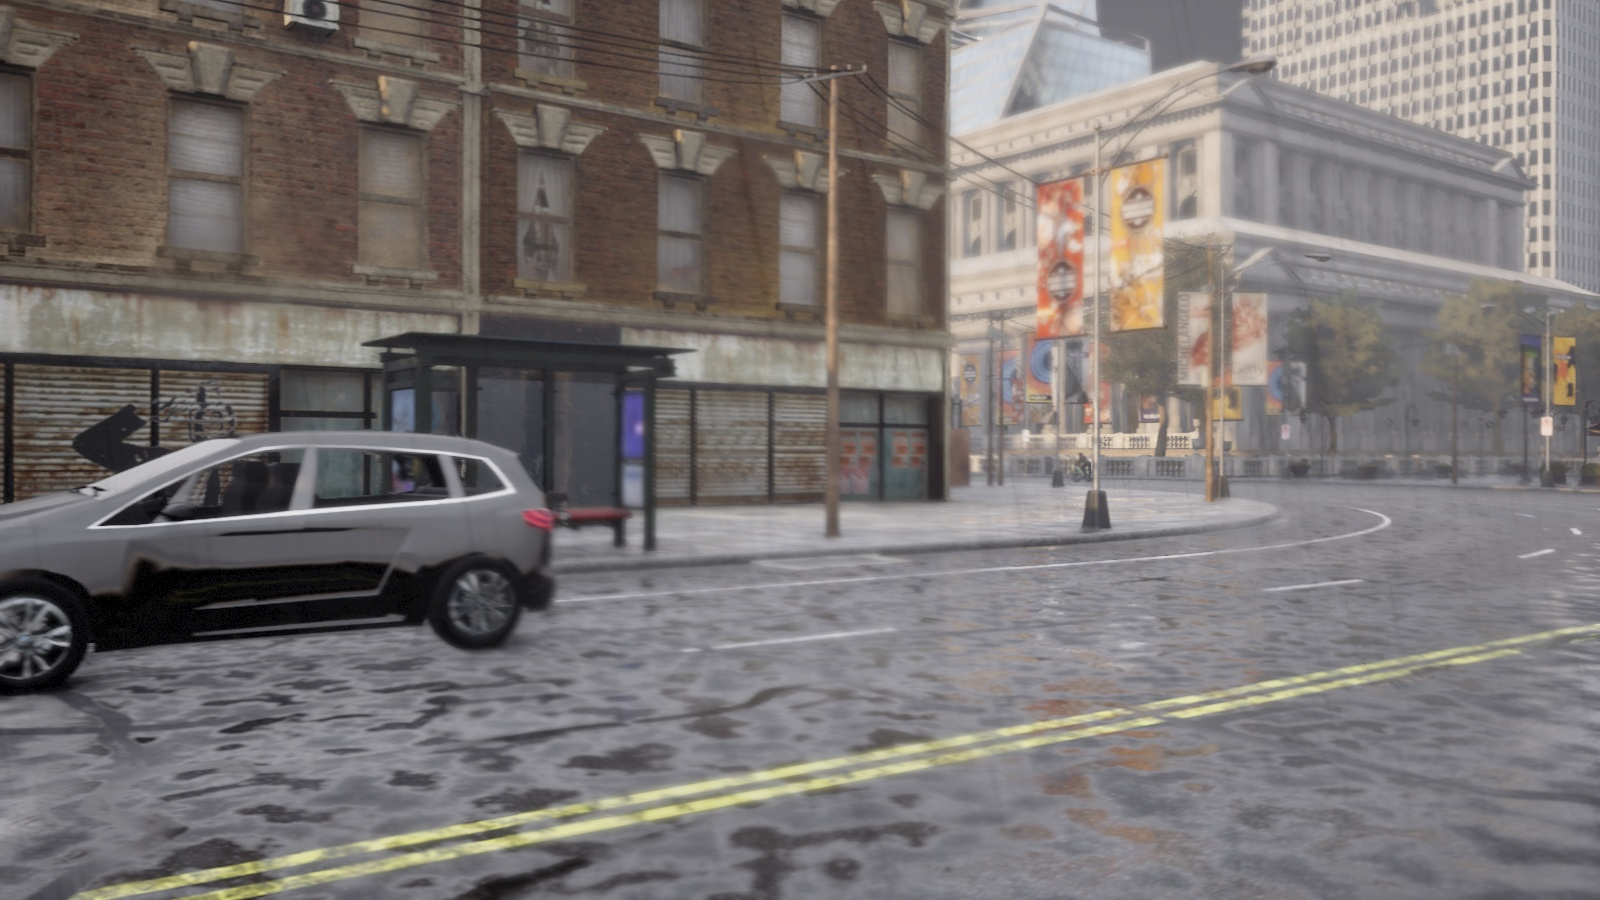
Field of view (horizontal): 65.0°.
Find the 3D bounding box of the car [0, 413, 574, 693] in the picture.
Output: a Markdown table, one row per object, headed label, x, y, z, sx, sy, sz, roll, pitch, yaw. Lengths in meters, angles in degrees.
| label | x | y | z | sx | sy | sz | roll | pitch | yaw |
| --- | --- | --- | --- | --- | --- | --- | --- | --- | --- |
| car | -4.276 | 0.625 | 9.295 | 4.611 | 1.667 | 2.242 | 0 | 0 | -38 |
